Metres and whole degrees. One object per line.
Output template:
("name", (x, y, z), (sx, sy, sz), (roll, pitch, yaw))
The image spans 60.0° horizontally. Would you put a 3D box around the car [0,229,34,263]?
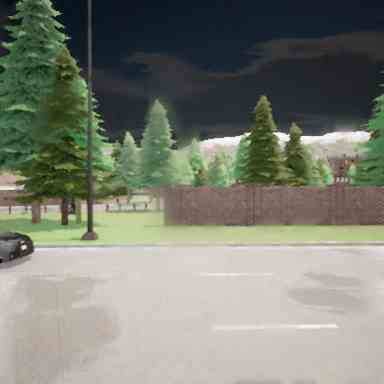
("car", (-7.270, 1.563, 10.400), (4.181, 1.385, 1.994), (0, 0, -2))
